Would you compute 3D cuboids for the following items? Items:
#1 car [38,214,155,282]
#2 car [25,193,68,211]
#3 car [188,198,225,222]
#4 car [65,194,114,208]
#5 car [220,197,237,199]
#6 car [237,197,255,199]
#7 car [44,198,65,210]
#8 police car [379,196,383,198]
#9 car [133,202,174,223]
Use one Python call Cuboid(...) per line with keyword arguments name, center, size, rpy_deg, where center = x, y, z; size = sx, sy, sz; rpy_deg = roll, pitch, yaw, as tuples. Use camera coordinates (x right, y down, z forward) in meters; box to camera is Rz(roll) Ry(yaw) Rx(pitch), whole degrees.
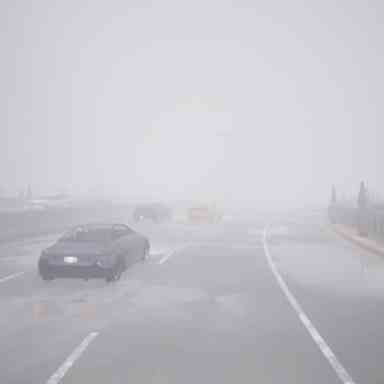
Cuboid(name="car", center=(-2.621, 1.559, 9.801), size=(1.994, 1.385, 4.181), rpy_deg=(0, 0, 7))
Cuboid(name="car", center=(-14.749, 1.174, 34.991), size=(2.150, 2.045, 5.566), rpy_deg=(0, 0, 20))
Cuboid(name="car", center=(1.186, 1.505, 26.963), size=(1.882, 1.535, 5.008), rpy_deg=(0, 0, 18))
Cuboid(name="car", center=(-8.915, 1.331, 30.340), size=(2.097, 1.767, 4.553), rpy_deg=(0, 0, 19))
Cuboid(name="car", center=(8.624, 1.637, 67.956), size=(2.033, 1.411, 5.357), rpy_deg=(0, 0, 40))
Cuboid(name="car", center=(11.418, 1.706, 65.829), size=(1.895, 1.301, 4.718), rpy_deg=(0, 0, 40))
Cuboid(name="car", center=(-11.893, 1.530, 32.453), size=(1.994, 1.385, 4.181), rpy_deg=(0, 0, 19))
Cuboid(name="police car", center=(41.495, 1.687, 71.771), size=(5.238, 1.638, 1.930), rpy_deg=(0, 0, -32))
Cuboid(name="car", center=(-2.869, 1.511, 25.687), size=(1.837, 1.490, 4.892), rpy_deg=(0, 0, 16))
